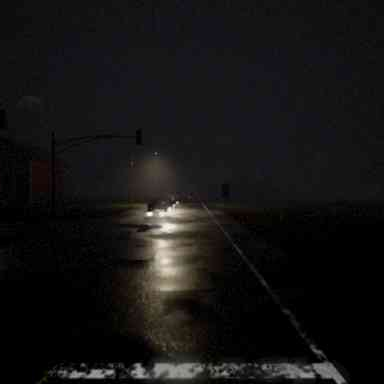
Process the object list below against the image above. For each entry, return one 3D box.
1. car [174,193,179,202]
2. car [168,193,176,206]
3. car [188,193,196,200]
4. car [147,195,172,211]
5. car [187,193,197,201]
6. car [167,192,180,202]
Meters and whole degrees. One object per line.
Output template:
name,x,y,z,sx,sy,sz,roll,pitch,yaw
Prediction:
car,-3.579,1.135,54.033,1.882,1.535,5.008,0,0,1
car,-3.595,1.247,44.682,1.812,1.442,4.674,0,0,0
car,-0.027,0.980,77.913,1.837,1.490,4.892,0,0,0
car,-3.602,1.343,36.022,1.994,1.385,4.181,0,0,0
car,-0.024,1.113,68.322,1.994,1.385,4.181,0,0,0
car,-3.521,0.937,64.008,2.097,1.767,4.553,0,0,0
